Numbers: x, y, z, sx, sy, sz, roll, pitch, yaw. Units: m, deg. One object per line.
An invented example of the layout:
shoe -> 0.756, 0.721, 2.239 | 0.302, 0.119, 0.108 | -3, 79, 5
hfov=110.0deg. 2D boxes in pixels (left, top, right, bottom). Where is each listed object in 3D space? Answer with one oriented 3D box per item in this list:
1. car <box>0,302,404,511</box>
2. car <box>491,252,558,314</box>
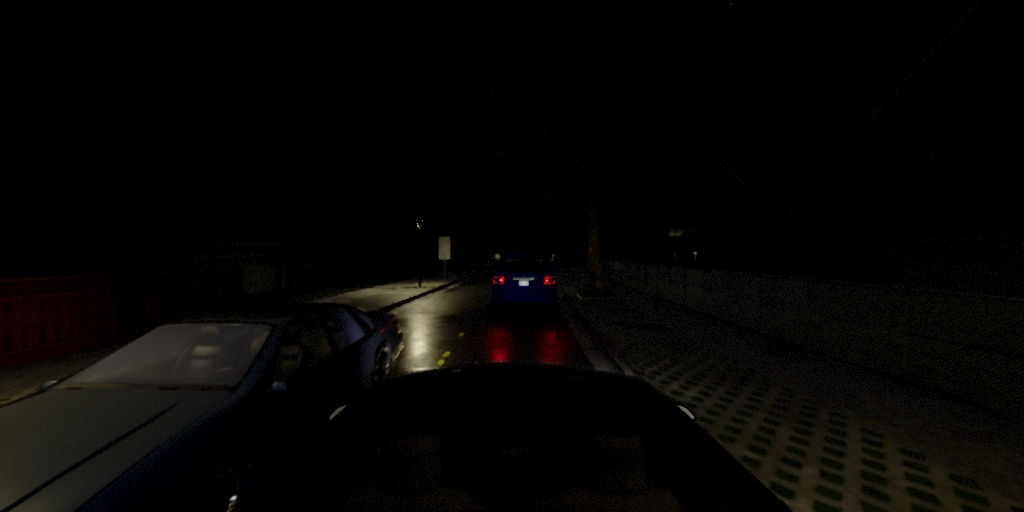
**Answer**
car -> -2.798, 1.276, 3.935 | 2.033, 1.411, 5.357 | 0, 0, 1
car -> 0.481, 0.874, 13.496 | 2.150, 2.045, 5.566 | 0, 1, 3
